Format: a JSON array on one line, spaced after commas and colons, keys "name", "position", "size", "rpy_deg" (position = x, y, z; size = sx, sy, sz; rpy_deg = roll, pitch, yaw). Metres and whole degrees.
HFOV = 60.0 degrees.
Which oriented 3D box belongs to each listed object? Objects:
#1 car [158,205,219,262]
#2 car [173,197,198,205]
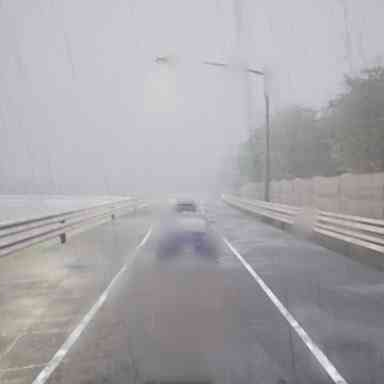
[{"name": "car", "position": [-0.148, 1.408, 11.459], "size": [1.812, 1.442, 4.674], "rpy_deg": [0, 1, -1]}, {"name": "car", "position": [-0.554, 1.213, 27.719], "size": [1.837, 1.490, 4.892], "rpy_deg": [0, 1, -1]}]
